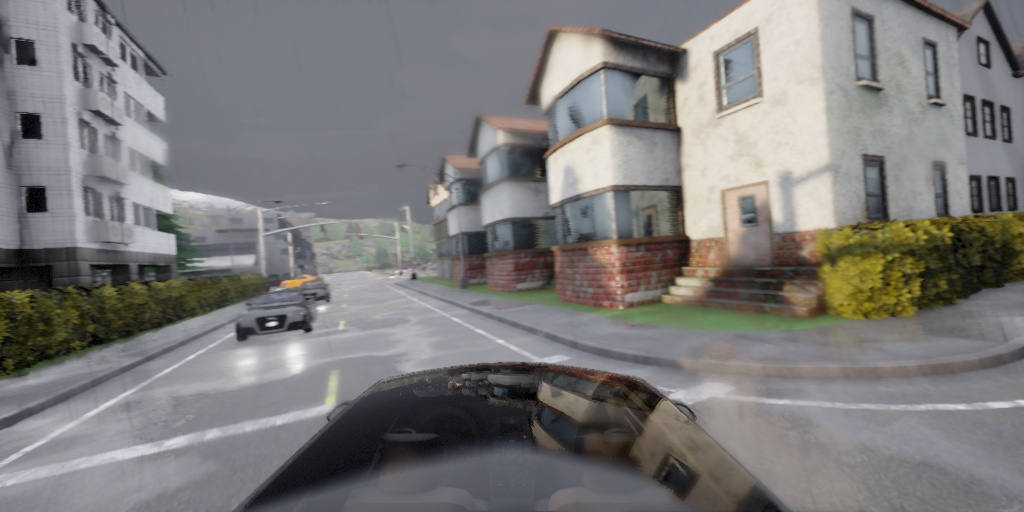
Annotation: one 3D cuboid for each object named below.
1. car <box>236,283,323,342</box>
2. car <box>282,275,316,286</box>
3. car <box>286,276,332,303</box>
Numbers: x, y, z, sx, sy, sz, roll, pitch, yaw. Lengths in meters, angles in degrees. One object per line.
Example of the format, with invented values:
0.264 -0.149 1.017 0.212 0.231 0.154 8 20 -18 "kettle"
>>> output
-8.017 1.918 12.539 1.994 1.385 4.181 -5 0 -24 "car"
-24.188 2.983 41.608 5.008 1.535 1.882 -4 -1 12 "car"
-12.498 2.249 22.525 1.994 1.385 4.181 -5 0 -24 "car"
